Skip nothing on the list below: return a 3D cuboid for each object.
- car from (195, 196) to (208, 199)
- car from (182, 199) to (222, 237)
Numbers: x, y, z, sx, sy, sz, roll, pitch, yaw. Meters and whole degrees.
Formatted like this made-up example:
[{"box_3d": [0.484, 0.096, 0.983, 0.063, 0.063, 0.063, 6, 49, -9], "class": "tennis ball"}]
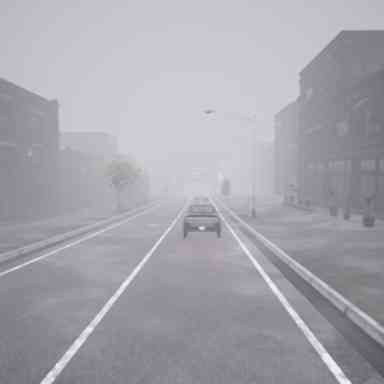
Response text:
[{"box_3d": [1.000, 1.145, 36.118, 2.033, 1.411, 5.357, 0, 1, 2], "class": "car"}, {"box_3d": [0.513, 1.383, 17.363, 2.128, 1.511, 4.902, 0, 1, 1], "class": "car"}]
